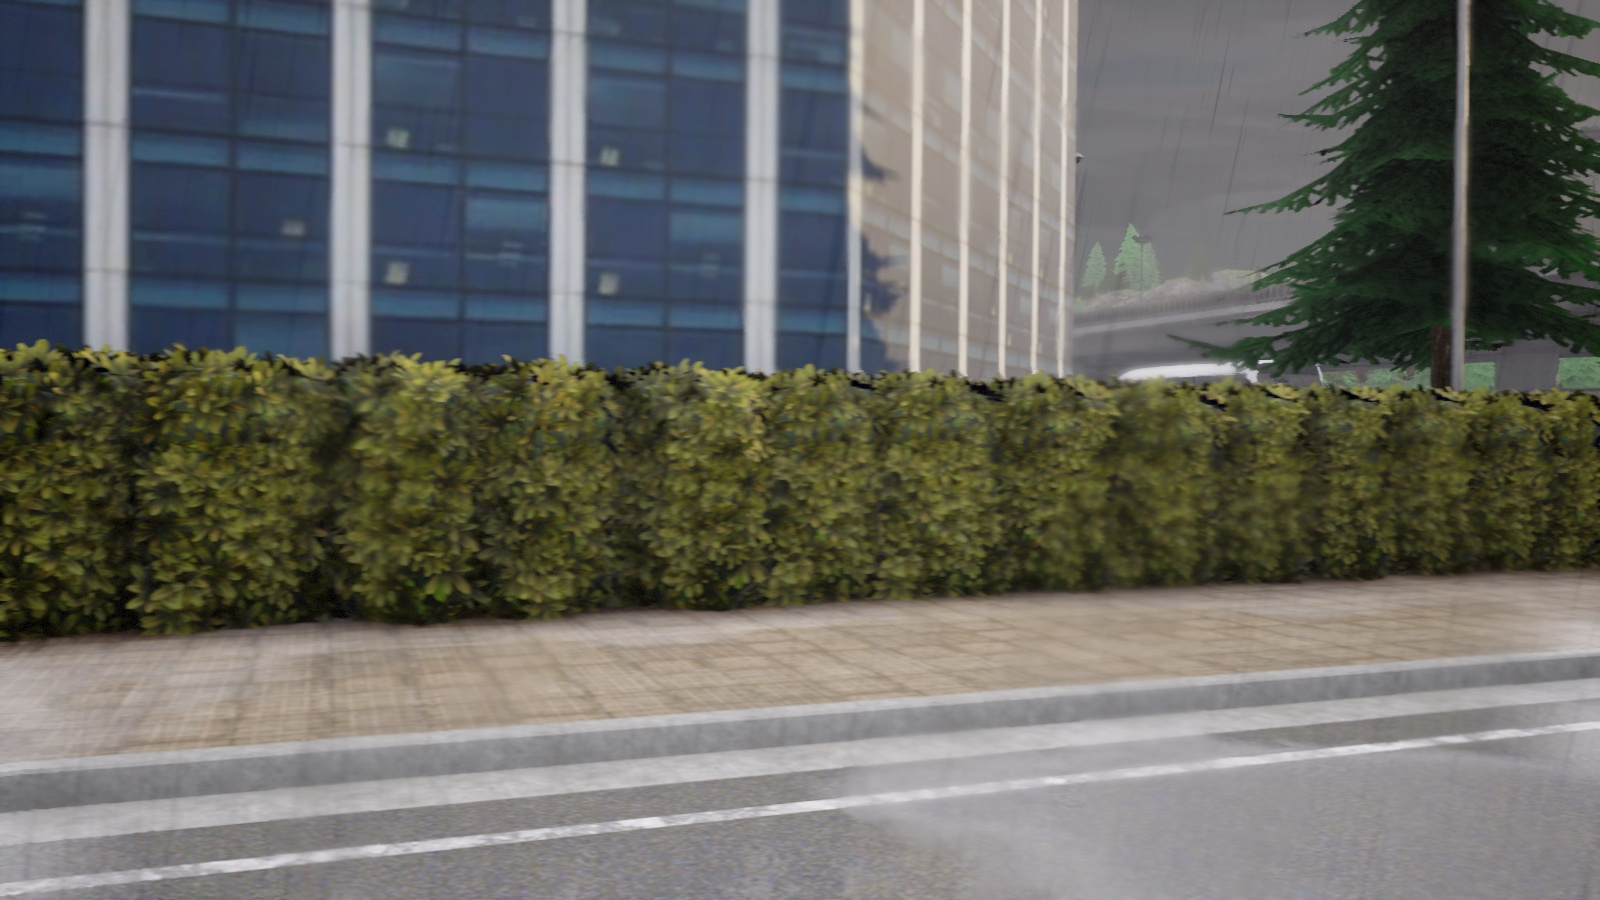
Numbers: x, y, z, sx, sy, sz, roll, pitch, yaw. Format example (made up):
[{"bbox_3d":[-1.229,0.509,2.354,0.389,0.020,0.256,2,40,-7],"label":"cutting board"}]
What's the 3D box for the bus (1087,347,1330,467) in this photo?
[{"bbox_3d":[15.842,-1.619,50.013,3.944,4.253,10.273,-1,1,-18],"label":"bus"}]
